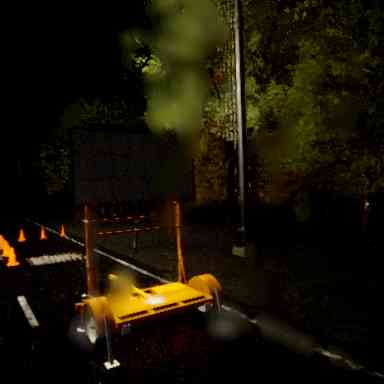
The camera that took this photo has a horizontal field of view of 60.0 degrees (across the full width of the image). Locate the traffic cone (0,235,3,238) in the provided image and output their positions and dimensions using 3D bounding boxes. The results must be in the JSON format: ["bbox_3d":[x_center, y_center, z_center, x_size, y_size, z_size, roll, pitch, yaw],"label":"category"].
[{"bbox_3d":[-8.341,2.185,14.635,0.340,0.580,0.340,-2,1,-34],"label":"traffic cone"}]

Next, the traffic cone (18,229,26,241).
[{"bbox_3d":[-8.627,2.158,16.852,0.340,0.580,0.340,-2,1,-34],"label":"traffic cone"}]

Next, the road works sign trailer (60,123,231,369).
[{"bbox_3d":[-1.092,0.601,6.292,2.380,3.560,2.880,-2,1,-34],"label":"road works sign trailer"}]

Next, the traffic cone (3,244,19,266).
[{"bbox_3d":[-6.110,2.169,11.316,0.340,0.580,0.340,-2,1,-34],"label":"traffic cone"}]

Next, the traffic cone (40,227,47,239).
[{"bbox_3d":[-7.798,2.124,17.410,0.340,0.580,0.340,-2,1,-34],"label":"traffic cone"}]

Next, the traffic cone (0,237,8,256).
[{"bbox_3d":[-7.225,2.177,12.975,0.340,0.580,0.340,-2,1,-34],"label":"traffic cone"}]
